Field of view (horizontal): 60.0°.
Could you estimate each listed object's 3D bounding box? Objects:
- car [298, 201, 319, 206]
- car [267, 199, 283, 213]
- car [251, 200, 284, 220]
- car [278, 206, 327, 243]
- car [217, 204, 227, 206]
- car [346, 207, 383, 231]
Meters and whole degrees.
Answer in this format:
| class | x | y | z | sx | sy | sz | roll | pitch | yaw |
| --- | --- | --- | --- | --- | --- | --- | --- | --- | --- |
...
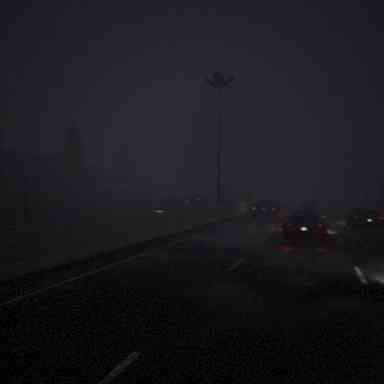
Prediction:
| class | x | y | z | sx | sy | sz | roll | pitch | yaw |
| --- | --- | --- | --- | --- | --- | --- | --- | --- | --- |
| car | 12.002 | 1.624 | 34.313 | 1.882 | 1.535 | 5.008 | 0 | 0 | 18 |
| car | 10.270 | 1.672 | 41.099 | 1.812 | 1.442 | 4.674 | 0 | 0 | 15 |
| car | 6.561 | 1.450 | 29.147 | 2.097 | 1.767 | 4.553 | 0 | 0 | 20 |
| car | 5.727 | 1.634 | 16.784 | 1.994 | 1.385 | 4.181 | 0 | 0 | 20 |
| car | 3.957 | 1.439 | 44.309 | 2.128 | 1.511 | 4.902 | 0 | 0 | 14 |
| car | 11.302 | 1.682 | 21.734 | 1.994 | 1.385 | 4.181 | 0 | 0 | 20 |
